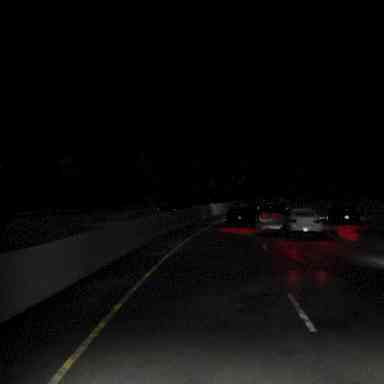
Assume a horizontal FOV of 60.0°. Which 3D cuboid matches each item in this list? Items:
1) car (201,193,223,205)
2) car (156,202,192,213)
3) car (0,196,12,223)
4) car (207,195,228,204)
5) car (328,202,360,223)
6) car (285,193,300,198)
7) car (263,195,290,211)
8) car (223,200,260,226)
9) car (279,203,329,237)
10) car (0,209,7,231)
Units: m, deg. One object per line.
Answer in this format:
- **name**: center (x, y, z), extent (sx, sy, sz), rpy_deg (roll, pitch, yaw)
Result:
- **car**: center (3.652, 1.283, 57.185), extent (2.150, 2.045, 5.566), rpy_deg (0, 0, 34)
- **car**: center (-1.562, 1.615, 31.030), extent (1.895, 1.301, 4.718), rpy_deg (0, 0, 19)
- **car**: center (-12.259, 1.211, 17.770), extent (2.150, 2.045, 5.566), rpy_deg (0, 0, 11)
- **car**: center (4.559, 1.610, 52.071), extent (1.994, 1.385, 4.181), rpy_deg (0, 0, 32)
- **car**: center (11.551, 1.508, 25.483), extent (1.837, 1.490, 4.892), rpy_deg (0, 0, 18)
- **car**: center (19.644, 1.260, 66.258), extent (2.150, 2.045, 5.566), rpy_deg (0, 0, 40)
- **car**: center (9.870, 1.503, 39.588), extent (2.128, 1.511, 4.902), rpy_deg (0, 0, 26)
- **car**: center (3.687, 1.484, 23.519), extent (1.882, 1.535, 5.008), rpy_deg (0, 0, 16)
- **car**: center (5.859, 1.532, 17.956), extent (1.812, 1.442, 4.674), rpy_deg (0, 0, 12)
- **car**: center (-9.482, 1.550, 12.613), extent (1.994, 1.385, 4.181), rpy_deg (0, 0, 9)
